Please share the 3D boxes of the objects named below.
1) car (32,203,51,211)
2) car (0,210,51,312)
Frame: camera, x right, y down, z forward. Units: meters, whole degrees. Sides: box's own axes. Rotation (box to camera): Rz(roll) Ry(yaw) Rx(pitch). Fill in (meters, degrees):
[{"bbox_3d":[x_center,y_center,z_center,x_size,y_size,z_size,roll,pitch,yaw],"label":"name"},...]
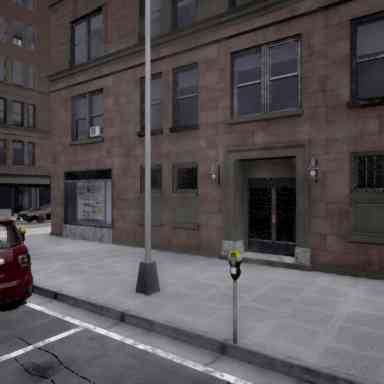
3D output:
[{"bbox_3d":[-10.254,1.502,25.184,2.033,1.411,5.357,0,0,36],"label":"car"},{"bbox_3d":[-5.082,1.315,6.423,5.009,1.841,2.192,0,0,35],"label":"car"}]
